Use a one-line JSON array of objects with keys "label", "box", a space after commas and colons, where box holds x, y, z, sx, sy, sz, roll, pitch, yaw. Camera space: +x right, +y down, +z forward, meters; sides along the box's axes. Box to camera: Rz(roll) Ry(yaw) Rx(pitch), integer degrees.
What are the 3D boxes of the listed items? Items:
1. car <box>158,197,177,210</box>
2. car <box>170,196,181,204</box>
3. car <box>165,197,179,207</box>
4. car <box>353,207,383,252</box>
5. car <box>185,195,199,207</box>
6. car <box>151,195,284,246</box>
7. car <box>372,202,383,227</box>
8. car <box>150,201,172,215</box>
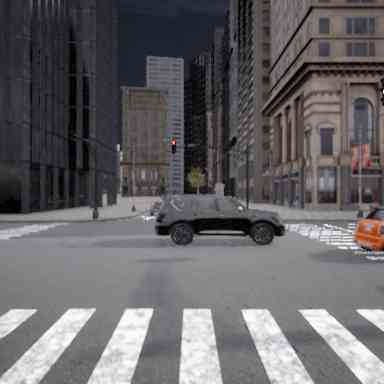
[{"label": "car", "box": [-3.111, 1.483, 43.621, 2.128, 1.511, 4.902, 0, 0, 0]}, {"label": "car", "box": [-3.073, 1.492, 63.180, 1.882, 1.535, 5.008, 0, 0, 0]}, {"label": "car", "box": [-3.110, 1.505, 53.032, 1.837, 1.490, 4.892, 0, 0, 0]}, {"label": "car", "box": [8.119, 1.265, 11.346, 4.553, 1.767, 2.097, 0, 0, 0]}, {"label": "car", "box": [0.052, 1.351, 52.117, 2.097, 1.767, 4.553, 0, 0, 0]}, {"label": "car", "box": [1.129, 1.171, 14.576, 5.566, 2.045, 2.150, 0, 0, 0]}, {"label": "car", "box": [14.601, 1.444, 21.360, 4.902, 1.511, 2.128, 0, 0, -2]}, {"label": "car", "box": [-3.094, 1.587, 34.225, 1.895, 1.301, 4.718, 0, 0, 0]}]
